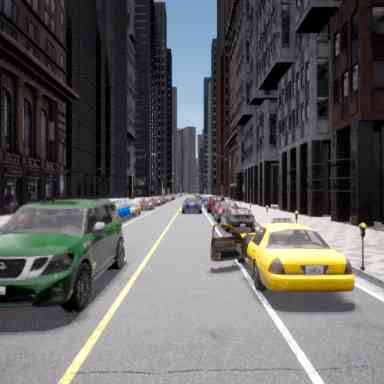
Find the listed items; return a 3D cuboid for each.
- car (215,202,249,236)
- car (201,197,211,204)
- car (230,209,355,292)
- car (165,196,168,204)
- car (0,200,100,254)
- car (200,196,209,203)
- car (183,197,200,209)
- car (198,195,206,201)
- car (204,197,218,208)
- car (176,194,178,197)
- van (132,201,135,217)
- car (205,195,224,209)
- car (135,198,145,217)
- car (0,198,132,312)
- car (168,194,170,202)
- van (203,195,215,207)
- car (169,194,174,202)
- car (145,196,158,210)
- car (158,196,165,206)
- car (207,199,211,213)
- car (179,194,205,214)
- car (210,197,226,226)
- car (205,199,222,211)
[{"bbox_3d":[2.728,1.554,20.075,2.008,1.369,4.403,0,0,0],"label":"car"},{"bbox_3d":[2.647,1.614,64.892,1.802,1.307,4.206,0,0,0],"label":"car"},{"bbox_3d":[2.333,1.457,8.911,1.801,1.575,5.366,0,0,0],"label":"car"},{"bbox_3d":[-5.868,1.610,59.258,1.802,1.307,4.206,0,0,0],"label":"car"},{"bbox_3d":[-5.786,1.317,14.445,2.192,1.841,5.009,0,0,0],"label":"car"},{"bbox_3d":[2.637,1.619,70.494,1.802,1.307,4.206,0,0,0],"label":"car"},{"bbox_3d":[-0.064,1.510,46.230,2.128,1.511,4.902,0,0,0],"label":"car"},{"bbox_3d":[2.607,1.597,87.300,1.887,1.381,4.507,0,0,0],"label":"car"},{"bbox_3d":[2.678,1.545,48.255,1.752,1.417,4.829,0,0,0],"label":"car"},{"bbox_3d":[-5.927,1.373,92.869,2.192,1.841,5.009,0,0,0],"label":"car"},{"bbox_3d":[-5.806,1.347,25.648,1.690,1.788,3.998,0,0,0],"label":"van"},{"bbox_3d":[2.699,1.327,36.881,2.192,1.841,5.009,0,0,0],"label":"car"},{"bbox_3d":[-5.816,1.534,31.079,1.752,1.417,4.829,0,0,0],"label":"car"},{"bbox_3d":[-3.115,1.222,8.060,2.150,2.045,5.566,0,0,0],"label":"car"},{"bbox_3d":[-5.878,1.598,64.860,1.947,1.339,4.313,0,0,0],"label":"car"},{"bbox_3d":[2.668,1.365,53.688,1.690,1.788,3.998,0,0,0],"label":"van"},{"bbox_3d":[-5.898,1.593,76.063,2.008,1.369,4.403,0,0,0],"label":"car"},{"bbox_3d":[-5.837,1.456,42.454,1.967,1.590,4.097,0,0,0],"label":"car"},{"bbox_3d":[-5.857,1.464,53.657,1.967,1.590,4.097,0,0,0],"label":"car"},{"bbox_3d":[2.708,1.591,31.279,1.802,1.307,4.206,0,0,0],"label":"car"},{"bbox_3d":[0.005,1.364,36.084,2.097,1.767,4.553,0,0,0],"label":"car"},{"bbox_3d":[2.719,1.446,25.678,1.967,1.590,4.097,0,0,0],"label":"car"},{"bbox_3d":[2.688,1.598,42.484,1.802,1.307,4.206,0,0,0],"label":"car"}]
